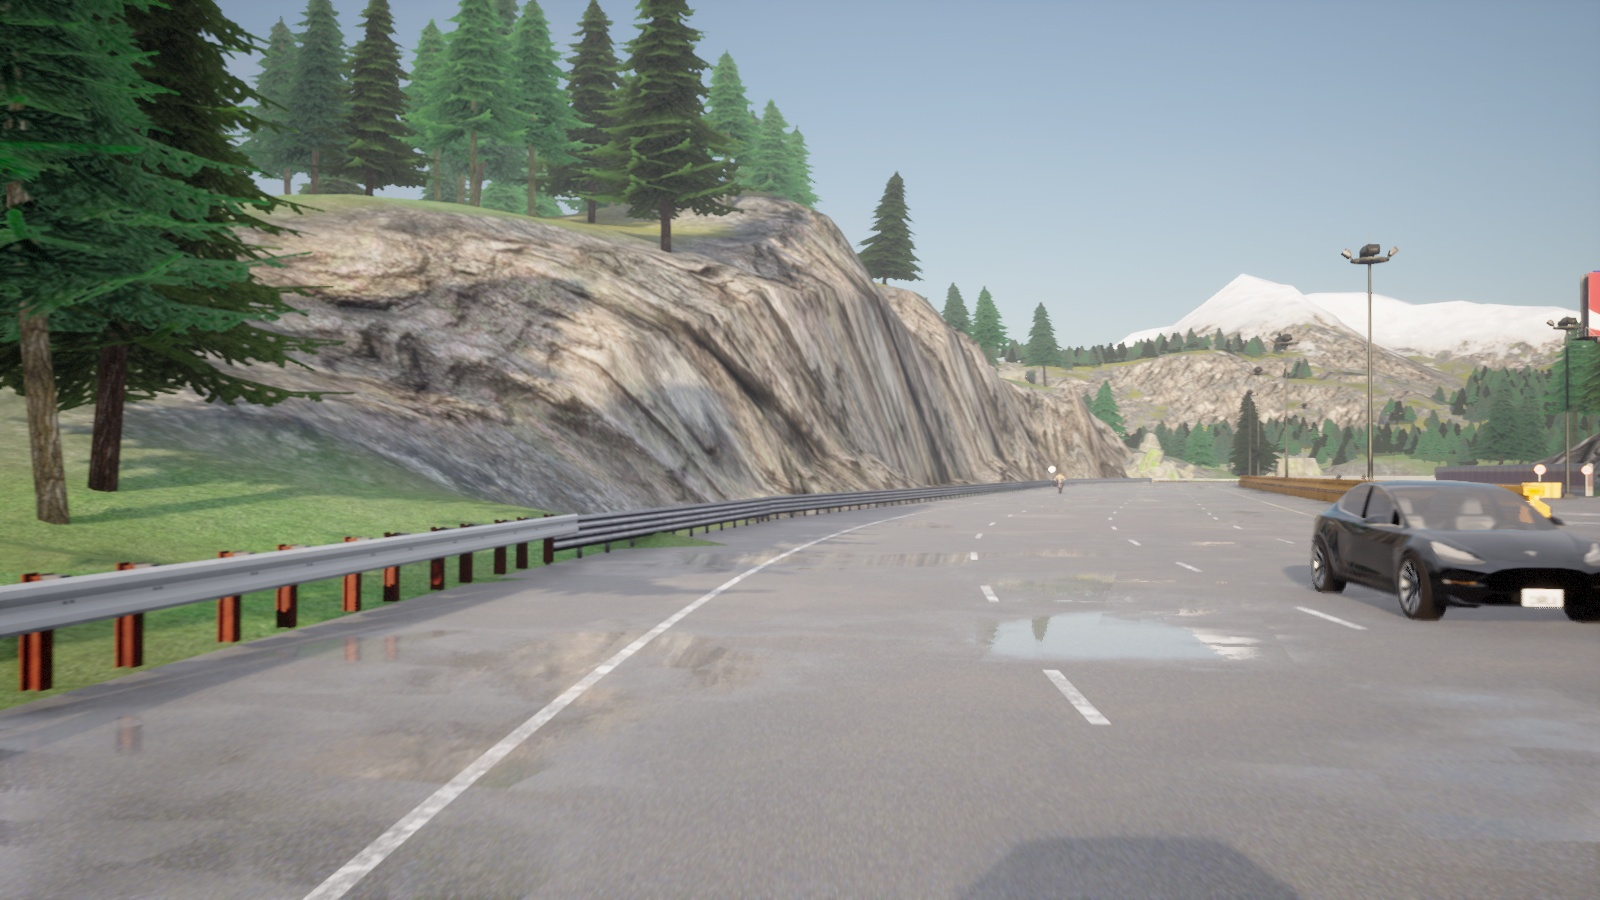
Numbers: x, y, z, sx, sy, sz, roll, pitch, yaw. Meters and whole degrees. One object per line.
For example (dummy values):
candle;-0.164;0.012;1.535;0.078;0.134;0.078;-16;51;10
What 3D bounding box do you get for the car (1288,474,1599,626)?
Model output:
car;7.603;1.035;14.826;2.163;1.488;4.792;0;-1;5
